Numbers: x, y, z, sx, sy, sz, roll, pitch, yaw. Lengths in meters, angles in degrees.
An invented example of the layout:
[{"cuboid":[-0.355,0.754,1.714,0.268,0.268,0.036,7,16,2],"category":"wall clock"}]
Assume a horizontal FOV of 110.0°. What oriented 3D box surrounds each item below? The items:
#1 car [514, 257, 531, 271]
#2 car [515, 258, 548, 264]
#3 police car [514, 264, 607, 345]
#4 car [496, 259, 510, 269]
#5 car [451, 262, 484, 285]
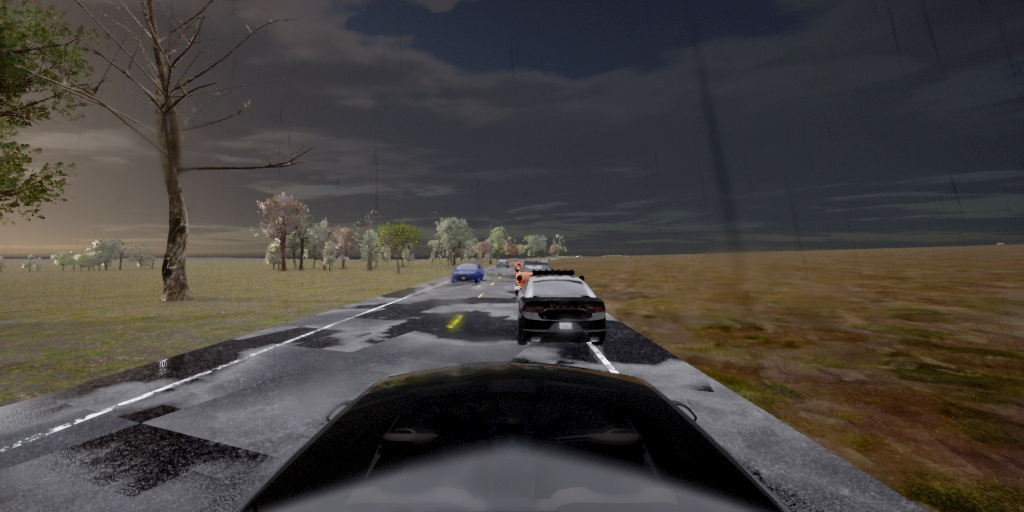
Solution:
[{"cuboid":[1.535,1.093,50.766,2.097,1.767,4.553,0,0,4],"category":"car"},{"cuboid":[1.246,1.101,19.451,2.097,1.767,4.553,0,0,1],"category":"car"},{"cuboid":[1.089,1.175,9.626,1.930,1.638,5.238,0,0,1],"category":"police car"},{"cuboid":[-1.520,1.262,58.393,1.812,1.442,4.674,0,0,4],"category":"car"},{"cuboid":[-3.198,1.228,26.646,1.882,1.535,5.008,0,0,2],"category":"car"}]
